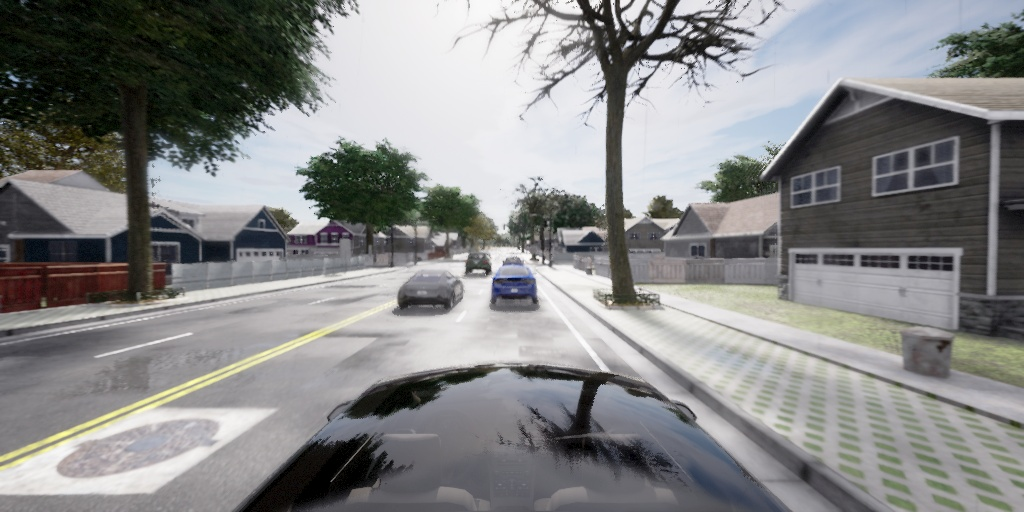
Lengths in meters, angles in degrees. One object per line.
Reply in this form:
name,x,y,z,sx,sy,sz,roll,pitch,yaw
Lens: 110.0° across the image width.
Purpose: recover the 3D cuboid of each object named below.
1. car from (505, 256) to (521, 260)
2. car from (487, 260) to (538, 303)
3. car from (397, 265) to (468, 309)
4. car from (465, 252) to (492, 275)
car,0.104,0.807,33.810,2.097,1.767,4.553,0,1,0
car,0.094,1.143,16.118,1.882,1.535,5.008,0,1,0
car,-3.148,1.242,14.567,1.994,1.385,4.181,0,0,0
car,-3.148,0.665,34.287,2.150,2.045,5.566,0,0,0
